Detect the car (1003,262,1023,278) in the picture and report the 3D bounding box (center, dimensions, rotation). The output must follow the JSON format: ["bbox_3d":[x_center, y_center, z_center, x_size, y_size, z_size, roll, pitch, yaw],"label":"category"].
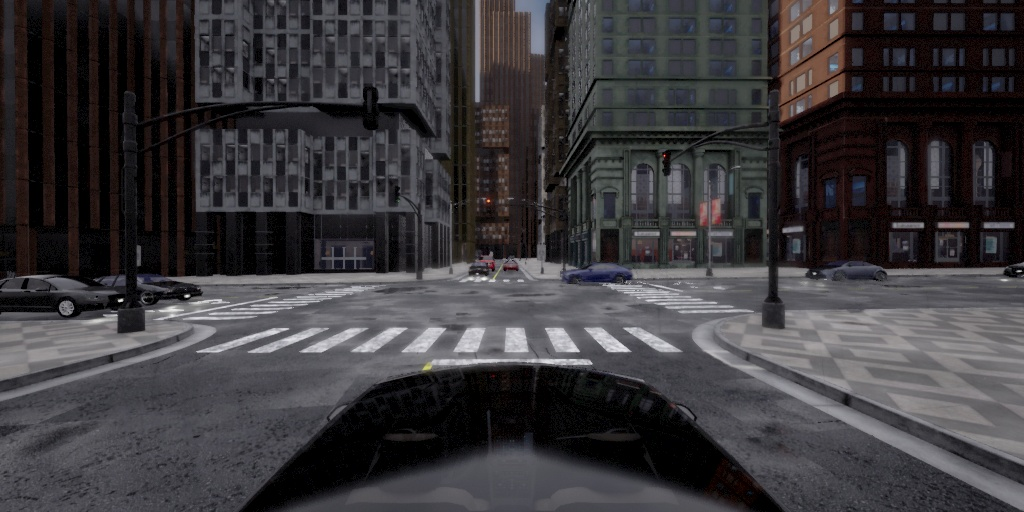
[{"bbox_3d":[35.677,0.804,23.807,4.181,1.385,1.994,-1,0,0],"label":"car"}]

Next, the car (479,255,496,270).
[{"bbox_3d":[-3.332,0.934,46.872,2.150,2.045,5.566,0,0,-1],"label":"car"}]

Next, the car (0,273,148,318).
[{"bbox_3d":[-17.420,1.492,13.717,4.892,1.490,1.837,-1,0,0],"label":"car"}]

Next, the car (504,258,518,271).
[{"bbox_3d":[-0.152,1.270,49.631,1.994,1.385,4.181,0,0,0],"label":"car"}]

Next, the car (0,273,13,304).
[{"bbox_3d":[-27.350,1.609,16.942,4.892,1.490,1.837,-1,0,0],"label":"car"}]

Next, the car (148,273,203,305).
[{"bbox_3d":[-17.863,1.523,17.023,5.357,1.411,2.033,-1,0,5],"label":"car"}]

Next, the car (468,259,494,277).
[{"bbox_3d":[-3.236,1.276,36.193,2.033,1.411,5.357,0,0,0],"label":"car"}]

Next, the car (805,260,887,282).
[{"bbox_3d":[22.066,0.976,23.778,4.181,1.385,1.994,-1,0,0],"label":"car"}]

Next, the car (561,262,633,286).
[{"bbox_3d":[5.592,1.163,23.732,4.674,1.442,1.812,-1,0,0],"label":"car"}]
